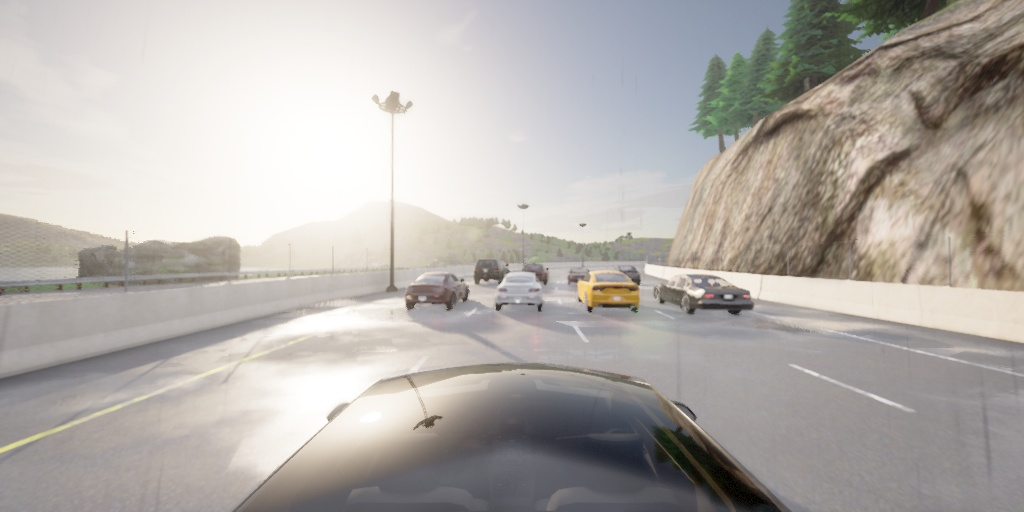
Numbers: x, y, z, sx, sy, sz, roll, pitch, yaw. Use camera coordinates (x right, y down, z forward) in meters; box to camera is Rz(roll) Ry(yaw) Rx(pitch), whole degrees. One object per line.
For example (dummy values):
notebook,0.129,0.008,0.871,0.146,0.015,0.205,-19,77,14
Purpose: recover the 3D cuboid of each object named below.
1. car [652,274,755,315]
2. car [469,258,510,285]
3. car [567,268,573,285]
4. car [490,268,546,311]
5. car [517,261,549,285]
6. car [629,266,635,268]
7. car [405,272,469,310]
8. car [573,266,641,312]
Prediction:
car,7.325,1.420,14.359,2.033,1.411,5.357,0,-1,4
car,-1.583,1.223,29.537,2.150,2.045,5.566,0,0,9
car,5.357,1.604,28.595,1.895,1.301,4.718,0,0,9
car,0.377,1.401,15.211,1.812,1.442,4.674,0,0,4
car,1.894,1.355,29.093,2.097,1.767,4.553,0,-1,9
car,8.852,1.495,28.257,2.128,1.511,4.902,0,0,9
car,-3.116,1.400,15.436,1.812,1.442,4.674,0,0,4
car,3.878,1.354,15.070,1.882,1.535,5.008,0,0,4
